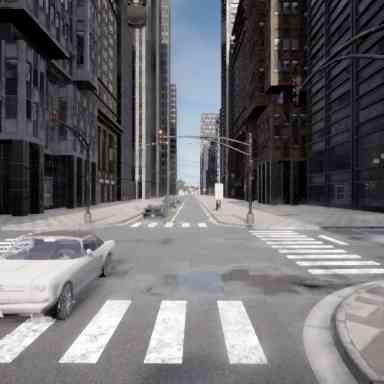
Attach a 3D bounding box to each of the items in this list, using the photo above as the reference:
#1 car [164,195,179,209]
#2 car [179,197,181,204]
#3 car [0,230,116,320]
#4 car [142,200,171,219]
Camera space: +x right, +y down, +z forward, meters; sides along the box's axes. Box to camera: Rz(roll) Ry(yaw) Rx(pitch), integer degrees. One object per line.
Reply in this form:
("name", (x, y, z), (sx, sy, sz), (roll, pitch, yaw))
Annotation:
("car", (-3.194, 1.523, 45.914), (1.837, 1.490, 4.892), (0, 0, 0))
("car", (-3.138, 1.547, 64.927), (2.128, 1.511, 4.902), (0, 0, 0))
("car", (-3.117, 1.601, 7.412), (1.895, 1.301, 4.718), (0, 0, 0))
("car", (-3.163, 1.609, 29.080), (1.895, 1.301, 4.718), (0, 0, 0))
